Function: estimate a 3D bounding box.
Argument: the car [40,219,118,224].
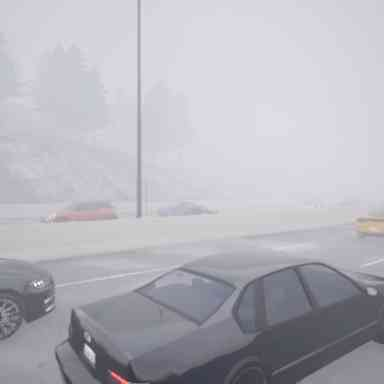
[{"bbox_3d":[-6.995,1.391,20.773,4.553,1.767,2.097,0,0,-38],"label":"car"}]

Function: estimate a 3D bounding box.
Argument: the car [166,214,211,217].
[{"bbox_3d":[-0.148,1.589,21.803,4.181,1.385,1.994,0,0,-40],"label":"car"}]

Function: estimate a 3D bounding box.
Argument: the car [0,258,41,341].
[{"bbox_3d":[-4.629,1.507,4.840,4.902,1.511,2.128,0,0,-35],"label":"car"}]

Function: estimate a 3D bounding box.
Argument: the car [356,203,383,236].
[{"bbox_3d":[9.856,1.475,16.299,5.008,1.535,1.882,0,0,-41],"label":"car"}]

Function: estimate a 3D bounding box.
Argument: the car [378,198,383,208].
[{"bbox_3d":[29.482,1.591,49.472,4.718,1.301,1.895,0,0,-43],"label":"car"}]

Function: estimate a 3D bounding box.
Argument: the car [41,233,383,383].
[{"bbox_3d":[1.050,1.551,4.616,5.357,1.411,2.033,0,0,-37],"label":"car"}]
